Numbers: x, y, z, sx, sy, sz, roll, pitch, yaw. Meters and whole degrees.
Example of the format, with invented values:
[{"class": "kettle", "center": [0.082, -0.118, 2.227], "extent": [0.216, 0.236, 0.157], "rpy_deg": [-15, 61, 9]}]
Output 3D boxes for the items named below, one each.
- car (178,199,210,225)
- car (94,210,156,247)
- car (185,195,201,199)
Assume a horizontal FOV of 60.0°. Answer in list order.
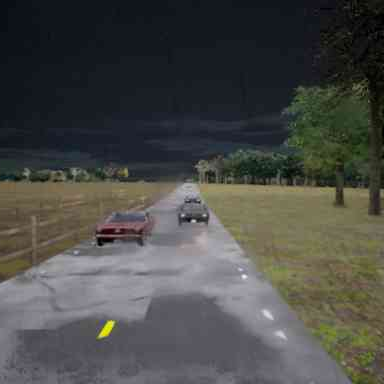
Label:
[{"class": "car", "center": [0.096, 1.352, 21.569], "extent": [1.895, 1.301, 4.718], "rpy_deg": [0, 1, 0]}, {"class": "car", "center": [-2.753, 1.481, 14.555], "extent": [1.895, 1.301, 4.718], "rpy_deg": [0, 1, 0]}, {"class": "car", "center": [0.092, 0.947, 39.405], "extent": [1.895, 1.301, 4.718], "rpy_deg": [0, 2, 0]}]
